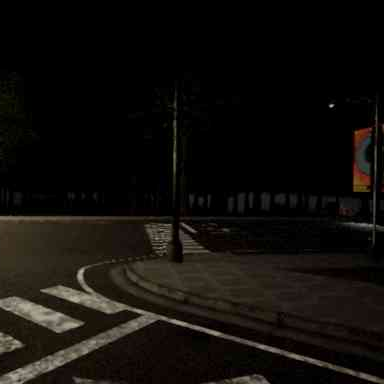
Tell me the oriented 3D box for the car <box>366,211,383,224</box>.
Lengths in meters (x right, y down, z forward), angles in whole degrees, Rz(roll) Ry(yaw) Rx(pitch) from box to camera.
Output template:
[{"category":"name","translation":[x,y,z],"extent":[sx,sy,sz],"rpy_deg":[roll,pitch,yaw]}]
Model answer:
[{"category":"car","translation":[18.551,2.347,30.971],"extent":[4.181,1.385,1.994],"rpy_deg":[1,1,-11]}]
